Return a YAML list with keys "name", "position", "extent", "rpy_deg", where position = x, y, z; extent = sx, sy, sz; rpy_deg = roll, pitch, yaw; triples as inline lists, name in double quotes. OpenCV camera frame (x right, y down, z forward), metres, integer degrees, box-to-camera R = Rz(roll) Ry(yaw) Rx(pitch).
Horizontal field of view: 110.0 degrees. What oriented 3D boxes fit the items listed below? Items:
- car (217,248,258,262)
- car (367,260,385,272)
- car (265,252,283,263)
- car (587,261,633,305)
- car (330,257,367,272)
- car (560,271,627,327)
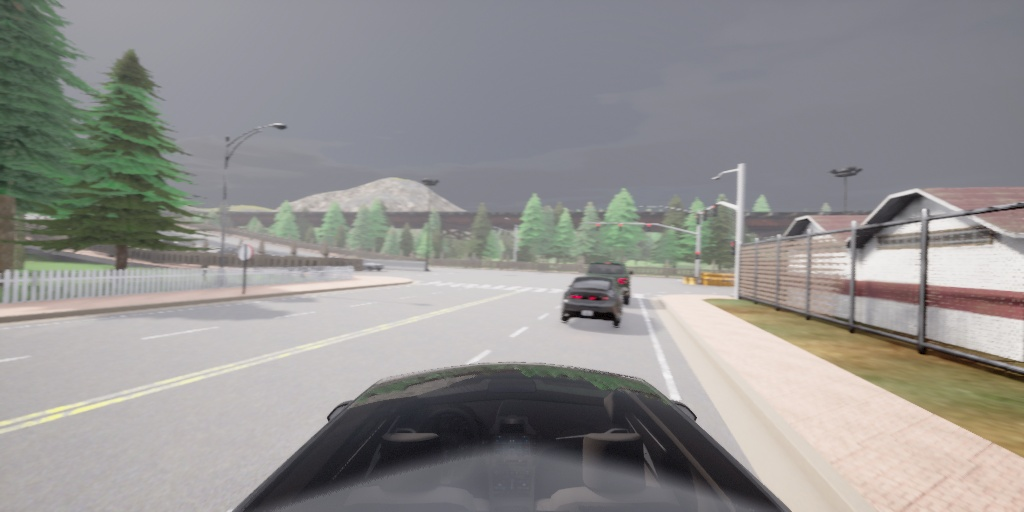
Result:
- name: "car"
  position: [-32.020, -0.087, 41.804]
  extent: [4.553, 1.767, 2.097]
  rpy_deg: [5, 0, 16]
- name: "car"
  position: [-17.051, 1.059, 41.125]
  extent: [4.718, 1.301, 1.895]
  rpy_deg: [2, 0, 16]
- name: "car"
  position: [-30.035, 0.262, 44.865]
  extent: [5.357, 1.411, 2.033]
  rpy_deg: [5, 0, 16]
- name: "car"
  position: [5.054, 1.303, 18.765]
  extent: [2.150, 2.045, 5.566]
  rpy_deg: [2, -1, 19]
- name: "car"
  position: [-18.440, 0.871, 37.885]
  extent: [4.902, 1.511, 2.128]
  rpy_deg: [2, 0, 16]
- name: "car"
  position: [2.947, 1.457, 12.702]
  extent: [1.837, 1.490, 4.892]
  rpy_deg: [2, 0, 18]
